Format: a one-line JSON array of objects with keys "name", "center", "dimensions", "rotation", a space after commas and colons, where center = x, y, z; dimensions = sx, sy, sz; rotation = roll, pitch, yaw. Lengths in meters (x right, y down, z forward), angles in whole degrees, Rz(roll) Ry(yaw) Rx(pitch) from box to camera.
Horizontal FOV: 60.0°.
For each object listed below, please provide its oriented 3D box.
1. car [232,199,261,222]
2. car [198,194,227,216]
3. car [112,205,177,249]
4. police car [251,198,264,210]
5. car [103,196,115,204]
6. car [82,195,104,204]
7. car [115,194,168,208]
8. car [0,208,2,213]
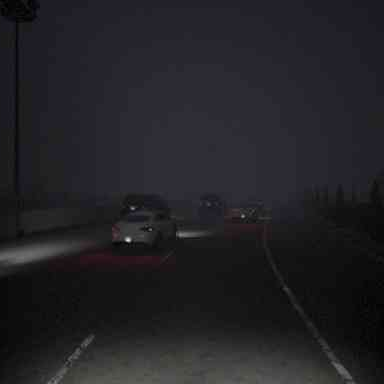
[{"name": "car", "center": [4.200, 1.521, 26.209], "dimensions": [1.812, 1.442, 4.674], "rotation": [0, 0, 13]}, {"name": "car", "center": [2.112, 1.205, 32.592], "dimensions": [2.150, 2.045, 5.566], "rotation": [0, 0, 13]}, {"name": "car", "center": [-1.940, 1.509, 14.425], "dimensions": [1.812, 1.442, 4.674], "rotation": [0, 0, 10]}, {"name": "police car", "center": [8.005, 1.504, 42.152], "dimensions": [2.038, 1.542, 4.974], "rotation": [0, 0, 13]}, {"name": "car", "center": [-7.643, 1.299, 37.384], "dimensions": [2.097, 1.767, 4.553], "rotation": [0, 0, 14]}, {"name": "car", "center": [-12.996, 1.059, 45.065], "dimensions": [1.882, 1.535, 5.008], "rotation": [0, 0, 13]}, {"name": "car", "center": [-3.343, 1.193, 24.759], "dimensions": [2.150, 2.045, 5.566], "rotation": [0, 0, 13]}, {"name": "car", "center": [-14.909, 1.429, 21.933], "dimensions": [2.128, 1.511, 4.902], "rotation": [0, 0, 12]}]
